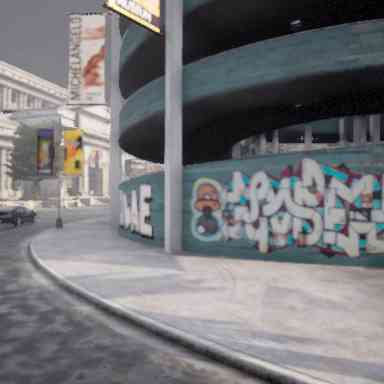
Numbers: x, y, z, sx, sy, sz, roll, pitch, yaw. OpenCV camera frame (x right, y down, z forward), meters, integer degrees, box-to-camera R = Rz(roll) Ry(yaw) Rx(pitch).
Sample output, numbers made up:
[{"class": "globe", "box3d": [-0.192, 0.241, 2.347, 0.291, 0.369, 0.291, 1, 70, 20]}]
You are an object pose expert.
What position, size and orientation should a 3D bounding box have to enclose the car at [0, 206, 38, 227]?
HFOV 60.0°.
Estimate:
[{"class": "car", "box3d": [-13.732, 1.849, 25.911, 1.837, 1.490, 4.892, 0, -1, -3]}]
